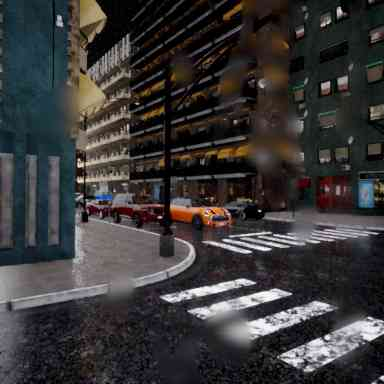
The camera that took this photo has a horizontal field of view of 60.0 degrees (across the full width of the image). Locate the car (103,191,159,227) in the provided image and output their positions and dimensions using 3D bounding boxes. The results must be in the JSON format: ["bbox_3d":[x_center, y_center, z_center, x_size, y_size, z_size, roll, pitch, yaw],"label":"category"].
[{"bbox_3d":[-3.235,1.034,20.302,2.192,1.841,5.009,2,0,-36],"label":"car"}]

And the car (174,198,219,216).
[{"bbox_3d":[0.303,1.289,29.696,1.802,1.307,4.206,2,0,-36],"label":"car"}]

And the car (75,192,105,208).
[{"bbox_3d":[-11.202,1.018,35.712,1.812,1.442,4.674,1,1,-36],"label":"car"}]

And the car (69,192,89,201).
[{"bbox_3d":[-19.293,0.770,56.770,1.887,1.381,4.507,2,0,-36],"label":"car"}]

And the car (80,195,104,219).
[{"bbox_3d":[-6.507,1.183,24.814,1.887,1.381,4.507,2,0,-36],"label":"car"}]

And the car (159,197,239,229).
[{"bbox_3d":[0.277,1.127,19.885,2.097,1.767,4.553,1,0,-37],"label":"car"}]

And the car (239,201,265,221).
[{"bbox_3d":[3.569,1.354,25.183,1.947,1.339,4.313,2,0,-36],"label":"car"}]

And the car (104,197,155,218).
[{"bbox_3d":[-5.321,1.185,27.576,2.033,1.411,5.357,1,0,-36],"label":"car"}]

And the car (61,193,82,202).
[{"bbox_3d":[-18.666,0.835,51.452,1.994,1.385,4.181,1,0,-35],"label":"car"}]
